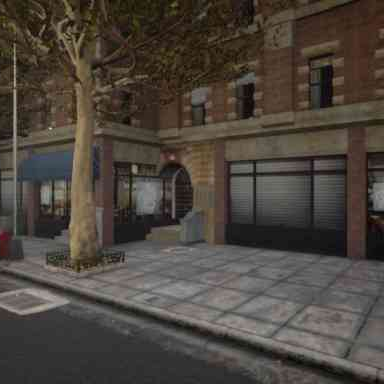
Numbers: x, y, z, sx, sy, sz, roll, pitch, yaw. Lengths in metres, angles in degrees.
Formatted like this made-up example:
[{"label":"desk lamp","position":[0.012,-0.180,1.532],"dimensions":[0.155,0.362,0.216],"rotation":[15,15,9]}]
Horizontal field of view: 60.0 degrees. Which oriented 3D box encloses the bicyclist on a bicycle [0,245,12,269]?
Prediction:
[{"label":"bicyclist on a bicycle","position":[-5.566,1.378,8.620],"dimensions":[0.582,1.620,1.656],"rotation":[0,7,36]}]
